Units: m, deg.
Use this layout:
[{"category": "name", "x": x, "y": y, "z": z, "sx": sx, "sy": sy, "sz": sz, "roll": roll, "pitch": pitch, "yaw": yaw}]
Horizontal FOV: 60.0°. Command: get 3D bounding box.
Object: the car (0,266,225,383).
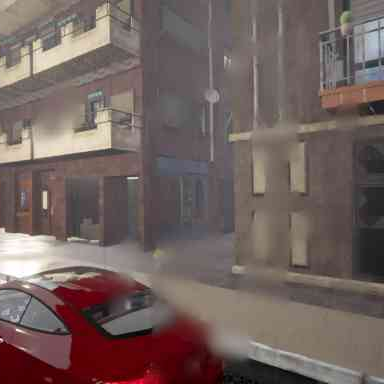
[{"category": "car", "x": -1.613, "y": 1.583, "z": 3.999, "sx": 4.206, "sy": 1.307, "sz": 1.802, "roll": 0, "pitch": -1, "yaw": 36}]
